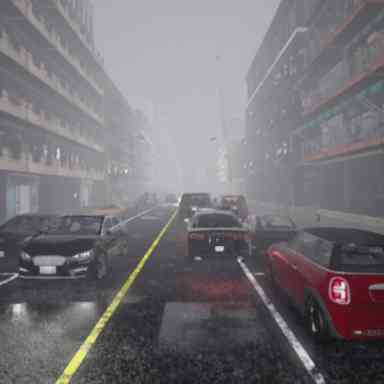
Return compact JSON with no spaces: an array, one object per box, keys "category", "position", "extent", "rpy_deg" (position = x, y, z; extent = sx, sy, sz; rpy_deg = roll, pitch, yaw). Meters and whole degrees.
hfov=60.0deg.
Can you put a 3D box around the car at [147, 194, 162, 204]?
[{"category":"car","position":[-5.734,1.040,51.444],"extent":[1.802,1.307,4.206],"rpy_deg":[0,1,0]}]

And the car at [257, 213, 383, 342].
[{"category":"car","position":[2.686,1.373,6.357],"extent":[1.967,1.590,4.097],"rpy_deg":[0,1,0]}]

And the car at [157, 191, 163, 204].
[{"category":"car","position":[-5.728,0.833,45.805],"extent":[2.192,1.841,5.009],"rpy_deg":[0,1,0]}]

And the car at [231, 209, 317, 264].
[{"category":"car","position":[2.681,1.425,11.993],"extent":[2.008,1.369,4.403],"rpy_deg":[0,1,0]}]

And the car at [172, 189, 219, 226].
[{"category":"car","position":[0.415,0.988,21.570],"extent":[2.150,2.045,5.566],"rpy_deg":[-1,1,6]}]

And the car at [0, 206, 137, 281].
[{"category":"car","position":[-3.109,1.391,9.623],"extent":[2.128,1.511,4.902],"rpy_deg":[0,1,0]}]

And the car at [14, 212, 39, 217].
[{"category":"car","position":[-5.700,1.441,11.989],"extent":[1.947,1.339,4.313],"rpy_deg":[0,1,0]}]

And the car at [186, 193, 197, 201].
[{"category":"car","position":[-0.054,0.892,62.037],"extent":[2.033,1.411,5.357],"rpy_deg":[0,1,0]}]

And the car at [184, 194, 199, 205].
[{"category":"car","position":[-0.036,1.043,47.849],"extent":[2.033,1.411,5.357],"rpy_deg":[0,1,0]}]

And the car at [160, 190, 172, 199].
[{"category":"car","position":[-5.751,0.531,73.985],"extent":[2.192,1.841,5.009],"rpy_deg":[0,1,0]}]

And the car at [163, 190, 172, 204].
[{"category":"car","position":[-3.126,0.952,49.896],"extent":[1.882,1.535,5.008],"rpy_deg":[0,1,0]}]

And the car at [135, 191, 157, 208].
[{"category":"car","position":[-5.724,1.018,40.170],"extent":[1.967,1.590,4.097],"rpy_deg":[0,1,0]}]

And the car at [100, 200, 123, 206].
[{"category":"car","position":[-5.709,1.284,23.091],"extent":[1.752,1.417,4.829],"rpy_deg":[0,1,0]}]

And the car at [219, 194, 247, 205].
[{"category":"car","position":[2.673,1.071,23.263],"extent":[2.192,1.841,5.009],"rpy_deg":[0,1,0]}]

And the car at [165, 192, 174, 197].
[{"category":"car","position":[-5.762,0.639,85.260],"extent":[1.887,1.381,4.507],"rpy_deg":[0,1,0]}]

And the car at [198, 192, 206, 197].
[{"category":"car","position":[2.618,0.638,85.262],"extent":[1.887,1.381,4.507],"rpy_deg":[0,1,0]}]

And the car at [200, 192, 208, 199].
[{"category":"car","position":[2.628,0.739,74.160],"extent":[1.752,1.417,4.829],"rpy_deg":[0,1,0]}]

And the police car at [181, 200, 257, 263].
[{"category":"police car","position":[0.752,1.302,11.603],"extent":[1.930,1.638,5.238],"rpy_deg":[0,1,0]}]

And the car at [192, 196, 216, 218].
[{"category":"car","position":[0.876,1.165,27.677],"extent":[1.801,1.575,5.366],"rpy_deg":[0,1,0]}]

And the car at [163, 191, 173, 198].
[{"category":"car","position":[-5.757,0.595,79.621],"extent":[1.967,1.590,4.097],"rpy_deg":[0,1,0]}]
